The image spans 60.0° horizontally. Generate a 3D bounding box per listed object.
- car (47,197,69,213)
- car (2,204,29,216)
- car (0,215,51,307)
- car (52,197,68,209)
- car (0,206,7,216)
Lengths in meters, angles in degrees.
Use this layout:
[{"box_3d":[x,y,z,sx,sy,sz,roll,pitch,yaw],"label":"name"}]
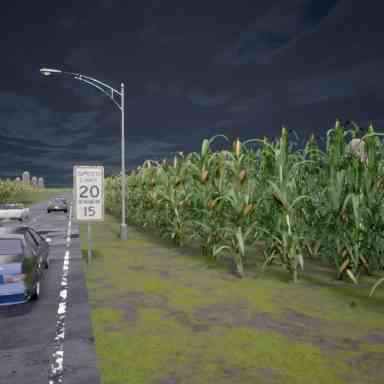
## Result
[{"box_3d":[-14.656,1.542,36.339,1.994,1.385,4.181,0,0,-19],"label":"car"},{"box_3d":[-14.012,1.613,25.973,1.895,1.301,4.718,0,0,-20],"label":"car"},{"box_3d":[-4.506,1.548,7.909,2.033,1.411,5.357,0,0,-20],"label":"car"},{"box_3d":[-18.102,1.469,45.788,1.837,1.490,4.892,0,0,-20],"label":"car"},{"box_3d":[-10.219,1.584,15.391,1.994,1.385,4.181,0,0,-20],"label":"car"}]
